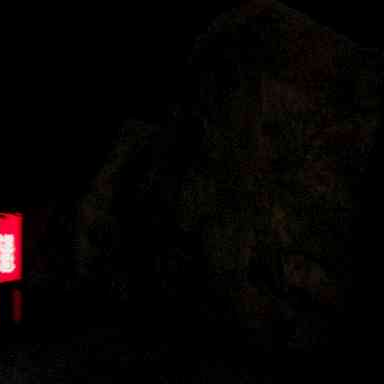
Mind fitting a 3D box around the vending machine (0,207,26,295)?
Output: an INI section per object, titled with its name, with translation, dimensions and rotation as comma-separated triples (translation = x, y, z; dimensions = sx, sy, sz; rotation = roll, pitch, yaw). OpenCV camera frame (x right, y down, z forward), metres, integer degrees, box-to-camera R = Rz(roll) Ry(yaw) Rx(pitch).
[vending machine]
translation = -4.953, 1.446, 8.386
dimensions = 0.880, 2.100, 1.100
rotation = 0, 0, 36
